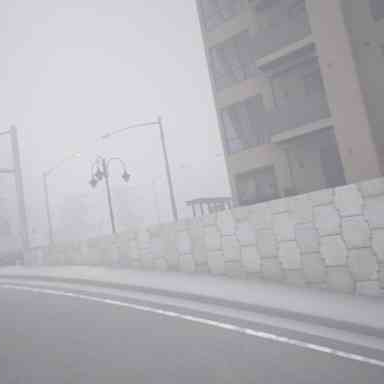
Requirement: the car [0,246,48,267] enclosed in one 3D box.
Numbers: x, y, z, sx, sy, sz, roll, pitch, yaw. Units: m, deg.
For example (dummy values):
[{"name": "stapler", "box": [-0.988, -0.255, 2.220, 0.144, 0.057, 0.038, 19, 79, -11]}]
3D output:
[{"name": "car", "box": [-14.646, 5.726, 29.929, 1.837, 1.490, 4.892, -15, -8, 35]}]
